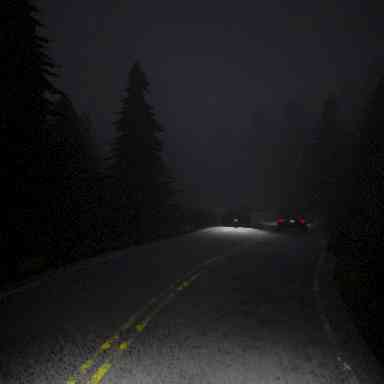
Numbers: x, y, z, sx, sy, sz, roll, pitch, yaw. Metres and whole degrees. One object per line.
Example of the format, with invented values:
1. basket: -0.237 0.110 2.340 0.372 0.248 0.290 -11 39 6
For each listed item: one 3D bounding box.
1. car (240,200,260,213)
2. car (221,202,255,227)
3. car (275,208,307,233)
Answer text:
1. car: 6.915 1.746 41.871 1.882 1.535 5.008 0 0 -9
2. car: 3.336 1.723 24.183 1.994 1.385 4.181 2 0 12
3. car: 6.537 1.797 22.147 2.033 1.411 5.357 2 0 14
